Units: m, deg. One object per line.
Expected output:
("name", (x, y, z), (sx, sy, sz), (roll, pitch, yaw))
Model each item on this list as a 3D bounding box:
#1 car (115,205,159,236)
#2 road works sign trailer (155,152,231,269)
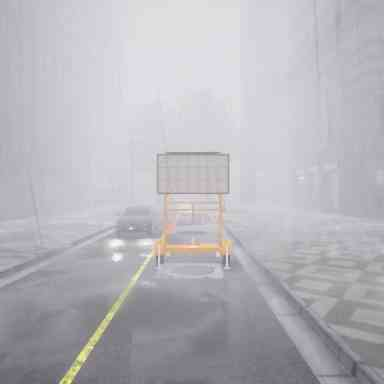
("car", (-2.946, 1.510, 18.488), (1.837, 1.490, 4.892), (0, 0, 0))
("road works sign trailer", (0.035, 0.466, 11.139), (2.380, 3.560, 2.880), (0, 0, 0))
